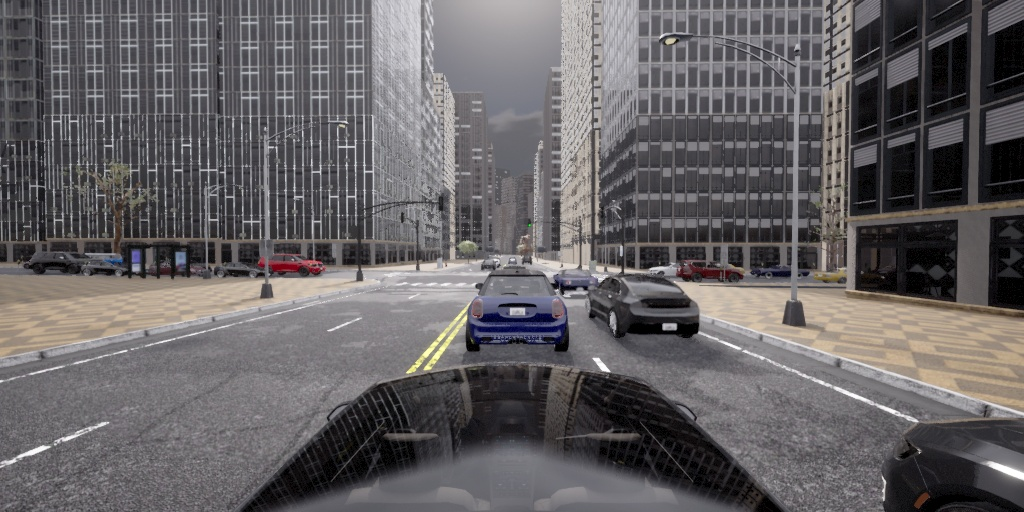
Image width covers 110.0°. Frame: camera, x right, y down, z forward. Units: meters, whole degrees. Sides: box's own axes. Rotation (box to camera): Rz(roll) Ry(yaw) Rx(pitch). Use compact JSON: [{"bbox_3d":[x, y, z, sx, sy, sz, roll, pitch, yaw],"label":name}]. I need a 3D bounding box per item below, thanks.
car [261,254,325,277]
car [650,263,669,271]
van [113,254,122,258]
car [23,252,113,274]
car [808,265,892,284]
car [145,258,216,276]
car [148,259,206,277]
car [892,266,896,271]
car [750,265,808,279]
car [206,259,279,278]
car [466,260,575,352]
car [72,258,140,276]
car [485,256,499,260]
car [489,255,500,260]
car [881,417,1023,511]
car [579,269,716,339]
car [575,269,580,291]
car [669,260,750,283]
[{"bbox_3d":[-20.231,0.809,32.929,5.566,2.045,2.150,0,1,1],"label":"car"},{"bbox_3d":[15.948,1.384,35.469,4.674,1.442,1.812,0,1,-1],"label":"car"},{"bbox_3d":[-45.227,0.606,39.284,3.998,1.789,1.690,0,0,1],"label":"van"},{"bbox_3d":[-41.327,0.616,33.403,5.566,2.045,2.150,1,1,2],"label":"car"},{"bbox_3d":[27.686,1.579,29.473,4.829,1.417,1.751,0,0,1],"label":"car"},{"bbox_3d":[-30.590,0.998,33.159,4.892,1.490,1.837,1,1,1],"label":"car"},{"bbox_3d":[-28.369,1.139,30.422,4.207,1.307,1.802,0,0,1],"label":"car"},{"bbox_3d":[33.156,1.685,29.370,4.207,1.307,1.802,0,0,1],"label":"car"},{"bbox_3d":[26.227,1.550,35.279,4.718,1.301,1.895,1,1,1],"label":"car"},{"bbox_3d":[-22.686,1.174,30.280,4.313,1.339,1.948,0,0,1],"label":"car"},{"bbox_3d":[0.111,1.099,9.091,2.097,1.767,4.553,0,0,0],"label":"car"},{"bbox_3d":[-34.050,1.070,30.605,4.313,1.339,1.948,0,0,1],"label":"car"},{"bbox_3d":[-3.264,1.193,50.625,1.882,1.535,5.008,0,0,0],"label":"car"},{"bbox_3d":[-3.233,0.926,60.573,2.150,2.045,5.566,0,0,0],"label":"car"},{"bbox_3d":[3.344,1.255,0.298,1.837,1.490,4.892,0,0,0],"label":"car"},{"bbox_3d":[3.363,1.252,10.078,1.837,1.490,4.892,0,0,0],"label":"car"},{"bbox_3d":[3.393,1.341,19.950,1.895,1.301,4.718,0,0,1],"label":"car"},{"bbox_3d":[16.238,1.269,29.689,5.009,1.841,2.192,0,0,1],"label":"car"}]
